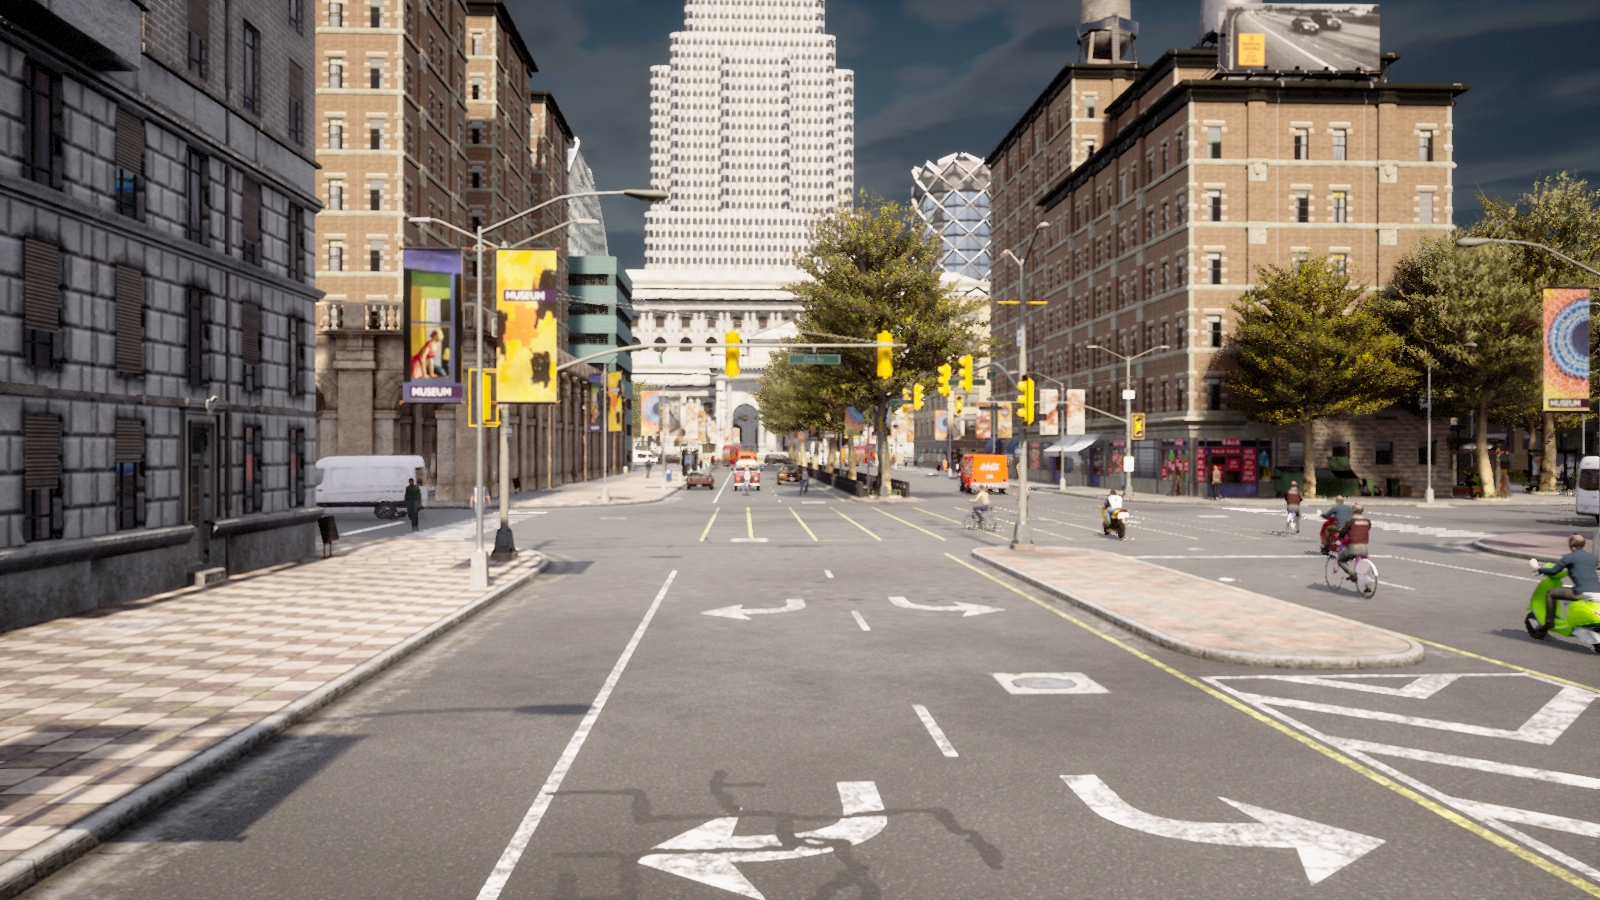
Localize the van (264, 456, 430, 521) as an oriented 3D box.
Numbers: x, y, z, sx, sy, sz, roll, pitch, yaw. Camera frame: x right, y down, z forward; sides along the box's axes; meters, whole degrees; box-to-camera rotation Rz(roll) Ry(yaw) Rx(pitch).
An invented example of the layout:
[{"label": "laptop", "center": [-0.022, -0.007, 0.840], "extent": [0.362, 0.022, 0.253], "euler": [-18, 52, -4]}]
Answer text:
[{"label": "van", "center": [-18.165, 1.511, 46.015], "extent": [5.915, 2.561, 1.988], "euler": [0, 0, -3]}]

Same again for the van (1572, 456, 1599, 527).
[{"label": "van", "center": [31.775, 1.513, 41.737], "extent": [5.915, 2.561, 1.988], "euler": [0, 0, -3]}]

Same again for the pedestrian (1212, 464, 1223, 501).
[{"label": "pedestrian", "center": [21.494, 1.667, 58.865], "extent": [0.375, 1.860, 0.375], "euler": [0, 0, -16]}]

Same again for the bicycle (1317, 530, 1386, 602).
[{"label": "bicycle", "center": [10.575, 2.198, 21.970], "extent": [0.329, 1.171, 1.835], "euler": [0, 1, -4]}]

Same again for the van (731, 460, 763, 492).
[{"label": "van", "center": [-3.602, 1.744, 77.501], "extent": [2.069, 2.038, 4.480], "euler": [0, 0, -3]}]

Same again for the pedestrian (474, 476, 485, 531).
[{"label": "pedestrian", "center": [-10.994, 1.829, 39.190], "extent": [0.375, 1.860, 0.375], "euler": [0, 0, -19]}]

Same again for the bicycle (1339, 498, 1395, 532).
[{"label": "bicycle", "center": [19.700, 2.236, 39.712], "extent": [0.859, 1.080, 1.487], "euler": [-1, 1, -38]}]

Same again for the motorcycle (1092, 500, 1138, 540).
[{"label": "motorcycle", "center": [9.914, 2.194, 36.052], "extent": [0.803, 1.145, 2.033], "euler": [0, 0, -3]}]

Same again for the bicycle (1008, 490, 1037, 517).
[{"label": "bicycle", "center": [9.343, 2.232, 47.925], "extent": [0.859, 1.080, 1.487], "euler": [0, 0, -3]}]

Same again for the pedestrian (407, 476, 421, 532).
[{"label": "pedestrian", "center": [-13.056, 1.829, 38.649], "extent": [0.375, 1.860, 0.375], "euler": [0, 0, -3]}]

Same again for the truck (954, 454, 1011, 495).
[{"label": "truck", "center": [11.623, 1.532, 73.221], "extent": [2.627, 2.467, 5.204], "euler": [0, 0, -3]}]
